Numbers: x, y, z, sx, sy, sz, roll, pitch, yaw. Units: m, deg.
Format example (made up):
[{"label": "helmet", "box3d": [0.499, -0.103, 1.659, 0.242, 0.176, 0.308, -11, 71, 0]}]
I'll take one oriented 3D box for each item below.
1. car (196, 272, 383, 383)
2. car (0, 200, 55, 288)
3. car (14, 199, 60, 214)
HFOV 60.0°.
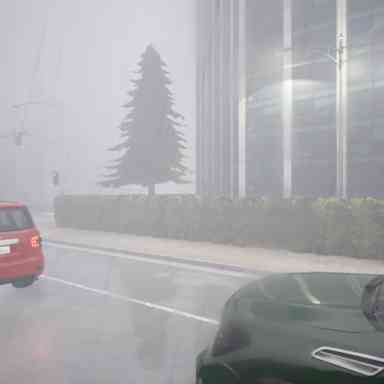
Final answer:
[{"label": "car", "box3d": [2.688, 1.221, 2.073, 5.566, 2.045, 2.150, 0, 0, 36]}, {"label": "car", "box3d": [-5.778, 1.221, 8.059, 5.566, 2.045, 2.150, 0, 0, 38]}, {"label": "car", "box3d": [-17.192, 1.564, 37.063, 1.994, 1.385, 4.181, 0, 0, 36]}]
